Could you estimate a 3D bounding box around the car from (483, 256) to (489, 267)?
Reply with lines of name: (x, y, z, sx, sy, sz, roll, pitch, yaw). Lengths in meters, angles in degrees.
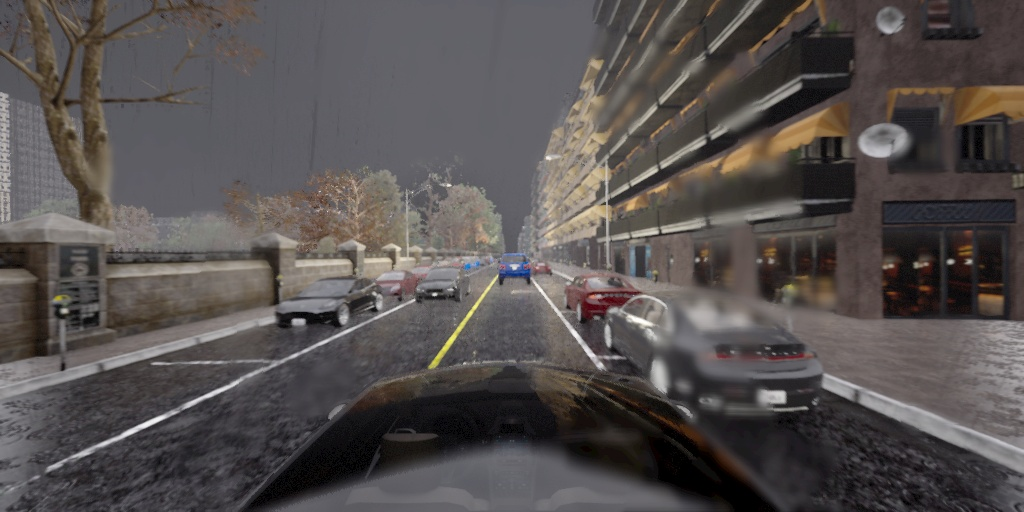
car: (-5.478, 1.205, 62.290, 1.948, 1.339, 4.313, 0, 0, 0)

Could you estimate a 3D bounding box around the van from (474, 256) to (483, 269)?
van: (-5.506, 1.009, 51.030, 1.690, 1.789, 3.998, 0, 0, 0)

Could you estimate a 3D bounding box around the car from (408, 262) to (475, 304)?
car: (-3.007, 1.236, 16.396, 1.837, 1.490, 4.892, -1, 0, 0)

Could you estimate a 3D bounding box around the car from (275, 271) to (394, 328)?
car: (-5.605, 1.354, 11.621, 1.948, 1.339, 4.313, 0, 0, 0)

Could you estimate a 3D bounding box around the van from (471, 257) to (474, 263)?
van: (-5.534, 1.038, 39.769, 1.690, 1.789, 3.998, 0, 0, 0)

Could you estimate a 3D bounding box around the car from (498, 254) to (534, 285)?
car: (0.190, 0.874, 25.545, 2.150, 2.045, 5.566, -1, 0, 0)

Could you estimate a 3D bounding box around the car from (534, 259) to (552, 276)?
car: (2.831, 1.178, 34.116, 1.802, 1.307, 4.207, 0, 0, 0)

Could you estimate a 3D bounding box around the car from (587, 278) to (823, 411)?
car: (2.760, 1.245, 5.969, 2.007, 1.370, 4.403, 0, 0, 0)

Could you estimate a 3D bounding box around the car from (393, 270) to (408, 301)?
car: (-5.591, 1.347, 17.252, 1.802, 1.307, 4.207, 0, 0, 0)

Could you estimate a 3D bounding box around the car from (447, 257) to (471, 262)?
car: (-5.549, 1.027, 34.138, 2.192, 1.841, 5.009, 0, 0, 0)

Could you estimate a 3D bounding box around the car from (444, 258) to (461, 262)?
car: (-5.562, 1.167, 28.508, 1.967, 1.591, 4.097, 0, 0, 0)

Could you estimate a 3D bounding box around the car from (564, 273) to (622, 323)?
car: (2.775, 1.216, 11.599, 1.888, 1.381, 4.507, 0, 0, 0)
